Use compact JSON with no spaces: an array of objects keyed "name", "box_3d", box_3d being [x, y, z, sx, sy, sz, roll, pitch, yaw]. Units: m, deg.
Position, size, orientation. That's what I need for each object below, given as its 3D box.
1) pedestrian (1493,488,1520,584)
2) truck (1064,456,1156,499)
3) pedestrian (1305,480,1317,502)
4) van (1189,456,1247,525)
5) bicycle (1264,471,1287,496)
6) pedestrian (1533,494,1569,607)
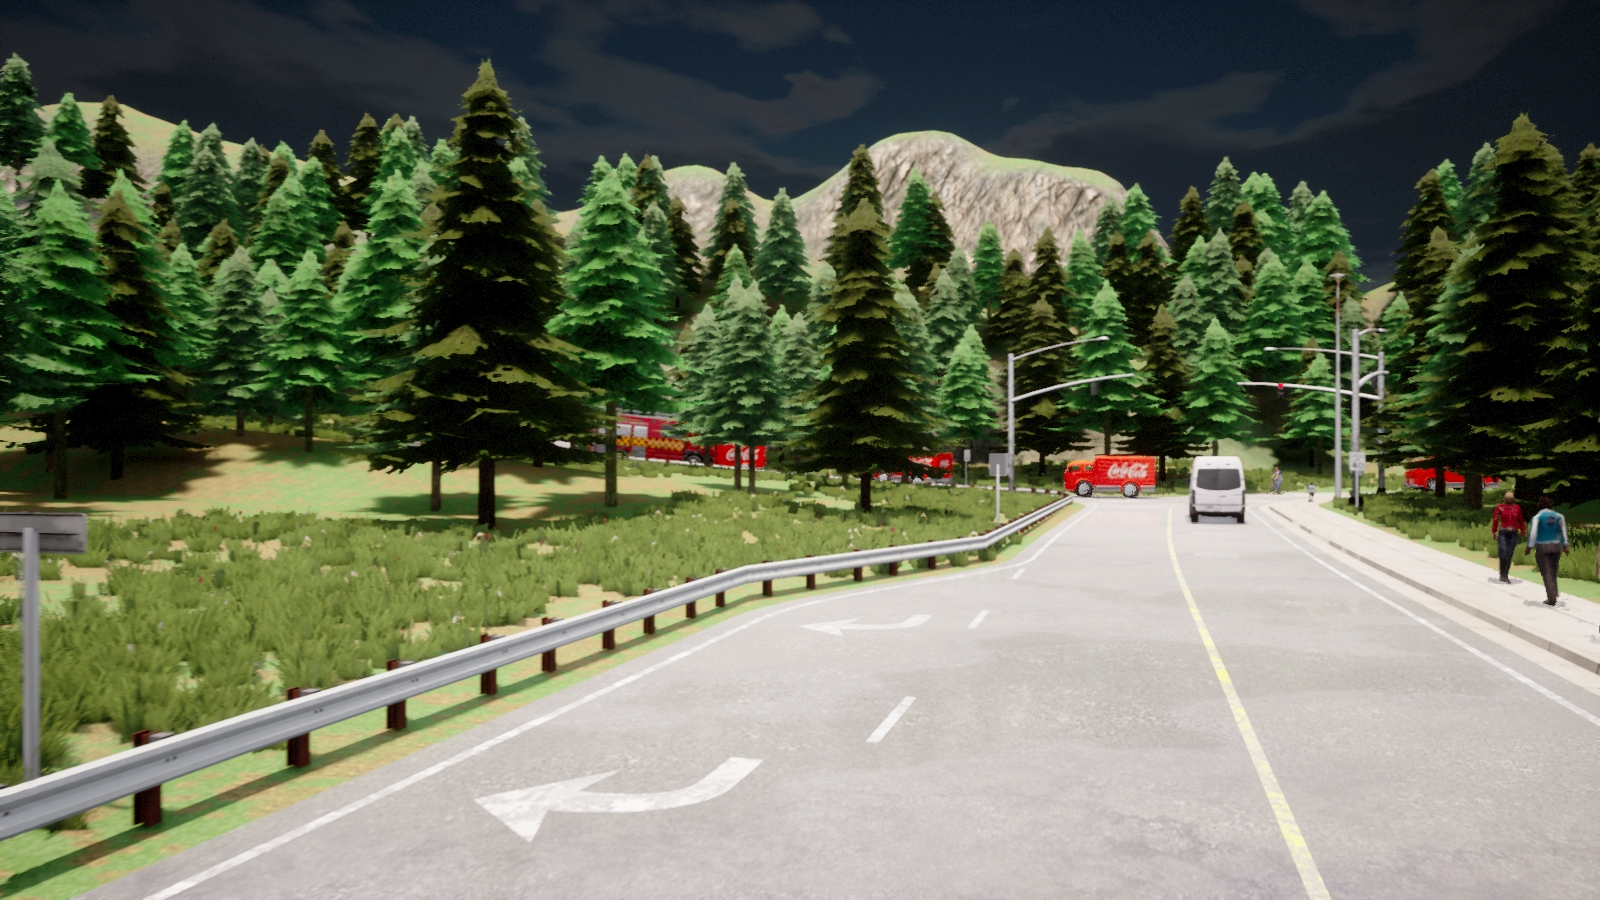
[{"name":"pedestrian","box_3d":[13.877,1.675,22.447,0.375,1.860,0.375,0,0,17]},{"name":"truck","box_3d":[18.397,1.586,67.936,5.204,2.467,2.627,0,0,15]},{"name":"pedestrian","box_3d":[25.915,2.074,57.921,0.500,1.100,0.500,0,0,27]},{"name":"van","box_3d":[16.707,1.533,45.882,1.988,2.561,5.915,0,0,18]},{"name":"bicycle","box_3d":[29.557,2.062,71.004,1.643,1.496,0.373,-1,1,-30]},{"name":"pedestrian","box_3d":[12.578,1.673,19.142,0.375,1.860,0.375,0,0,7]}]
